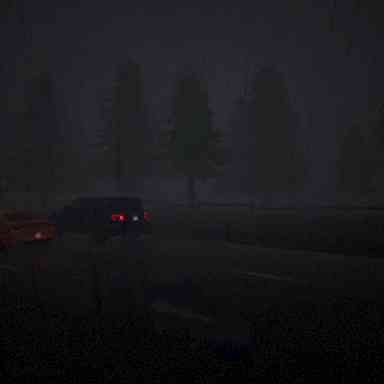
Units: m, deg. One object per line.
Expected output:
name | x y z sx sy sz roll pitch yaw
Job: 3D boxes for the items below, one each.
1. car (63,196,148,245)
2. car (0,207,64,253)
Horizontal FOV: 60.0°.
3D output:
car | -4.586 1.217 15.811 5.566 2.045 2.150 0 0 36
car | -7.685 1.473 13.732 5.008 1.535 1.882 -1 0 36
